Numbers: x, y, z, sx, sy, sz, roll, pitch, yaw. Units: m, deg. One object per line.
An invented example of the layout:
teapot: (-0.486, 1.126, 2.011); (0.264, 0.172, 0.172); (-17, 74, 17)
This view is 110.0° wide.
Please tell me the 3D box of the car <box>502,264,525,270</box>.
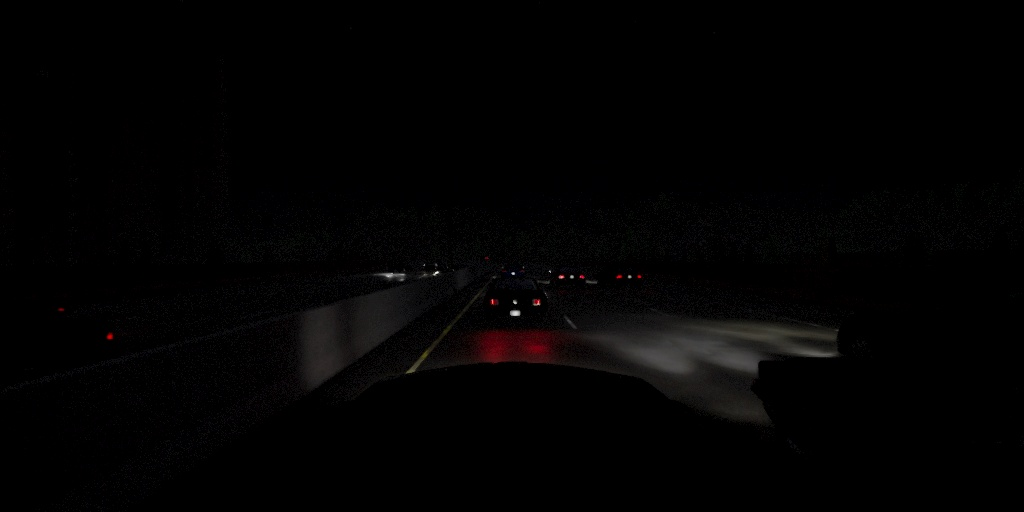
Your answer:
car: (0.097, 1.333, 29.841); (1.994, 1.385, 4.181); (0, 0, 0)

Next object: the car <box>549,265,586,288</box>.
car: (3.597, 1.308, 24.029); (2.033, 1.411, 5.357); (0, 0, 0)

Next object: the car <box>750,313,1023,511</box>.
car: (3.600, 1.351, 1.855); (1.895, 1.301, 4.718); (0, 0, 0)

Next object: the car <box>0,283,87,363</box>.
car: (-10.600, 1.313, 6.004); (1.994, 1.385, 4.181); (0, 0, 0)

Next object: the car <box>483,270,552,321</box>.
car: (0.099, 1.353, 12.494); (1.895, 1.301, 4.718); (0, 0, 0)

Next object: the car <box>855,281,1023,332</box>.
car: (7.100, 1.103, 4.768); (2.097, 1.767, 4.553); (0, 0, 0)

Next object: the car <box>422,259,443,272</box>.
car: (-10.583, 1.163, 48.329); (2.097, 1.767, 4.553); (0, 0, 0)

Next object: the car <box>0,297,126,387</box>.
car: (-7.101, 1.297, 3.264); (2.033, 1.411, 5.357); (0, 0, 0)

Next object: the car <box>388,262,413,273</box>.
car: (-14.089, 1.403, 45.441); (1.895, 1.301, 4.718); (0, 0, 0)

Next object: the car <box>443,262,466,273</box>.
car: (-7.092, 1.404, 45.718); (1.895, 1.301, 4.718); (0, 0, 0)

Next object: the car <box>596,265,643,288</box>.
car: (7.097, 1.309, 24.125); (2.033, 1.411, 5.357); (0, 0, 0)
